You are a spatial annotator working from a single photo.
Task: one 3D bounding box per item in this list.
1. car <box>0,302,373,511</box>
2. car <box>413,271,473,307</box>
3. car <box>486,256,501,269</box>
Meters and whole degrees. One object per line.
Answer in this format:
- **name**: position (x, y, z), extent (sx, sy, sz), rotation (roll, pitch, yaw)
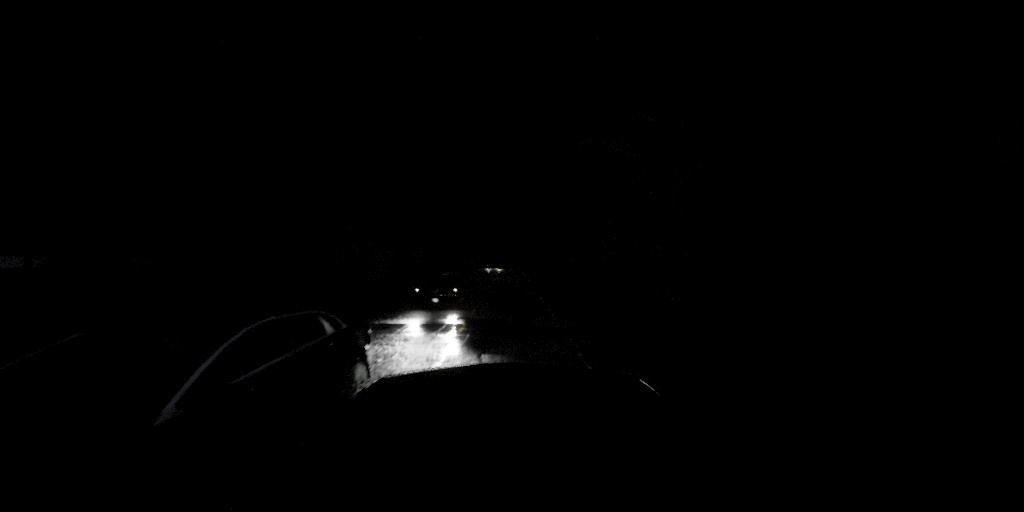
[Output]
- **car**: position (-2.849, 1.243, 3.108), extent (2.128, 1.511, 4.902), rotation (0, 0, 0)
- **car**: position (-2.851, 1.355, 15.632), extent (1.895, 1.301, 4.718), rotation (0, 0, 0)
- **car**: position (-3.026, 0.984, 59.163), extent (2.150, 2.045, 5.566), rotation (0, 0, -2)
